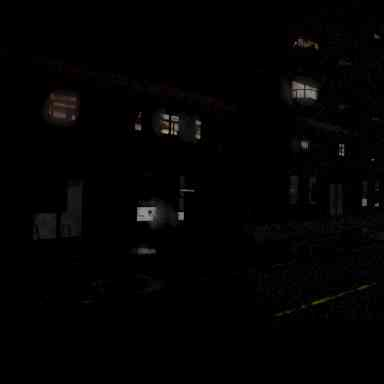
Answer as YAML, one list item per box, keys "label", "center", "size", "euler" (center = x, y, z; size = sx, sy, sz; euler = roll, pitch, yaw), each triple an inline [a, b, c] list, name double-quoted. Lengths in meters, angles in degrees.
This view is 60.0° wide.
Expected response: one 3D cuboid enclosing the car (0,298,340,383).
- label: "car"
  center: [-0.944, 1.601, 2.508]
  size: [4.718, 1.301, 1.895]
  euler: [0, 0, -36]
